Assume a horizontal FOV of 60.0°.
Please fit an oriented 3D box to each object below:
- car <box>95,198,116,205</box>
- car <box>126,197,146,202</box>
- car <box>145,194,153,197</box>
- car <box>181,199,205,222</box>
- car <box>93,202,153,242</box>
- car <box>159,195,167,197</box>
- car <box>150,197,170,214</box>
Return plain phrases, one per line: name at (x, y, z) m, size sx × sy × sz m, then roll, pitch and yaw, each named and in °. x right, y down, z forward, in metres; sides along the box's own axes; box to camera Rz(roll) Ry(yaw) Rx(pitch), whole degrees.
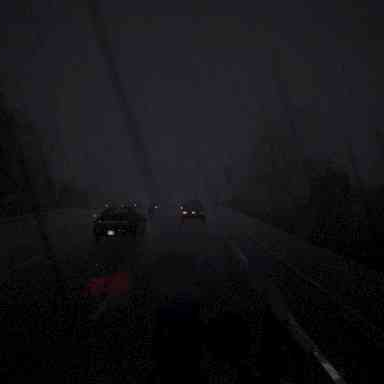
car at (-10.597, 1.494, 40.958) m, size 1.837 × 1.490 × 4.892 m, roll 0°, pitch 0°, yaw 0°
car at (-7.101, 1.590, 39.796) m, size 1.895 × 1.301 × 4.718 m, roll 0°, pitch 0°, yaw 0°
car at (-10.543, 1.189, 81.623) m, size 1.812 × 1.442 × 4.674 m, roll 0°, pitch 0°, yaw 0°
car at (0.095, 1.540, 26.527) m, size 2.033 × 1.411 × 5.357 m, roll 0°, pitch 0°, yaw 0°
car at (-3.405, 1.487, 16.372) m, size 2.128 × 1.511 × 4.902 m, roll 0°, pitch 0°, yaw 0°
car at (-7.034, 1.432, 80.421) m, size 1.994 × 1.385 × 4.181 m, roll 0°, pitch 0°, yaw 0°
car at (-3.407, 1.555, 34.585) m, size 1.994 × 1.385 × 4.181 m, roll 0°, pitch 0°, yaw 0°
